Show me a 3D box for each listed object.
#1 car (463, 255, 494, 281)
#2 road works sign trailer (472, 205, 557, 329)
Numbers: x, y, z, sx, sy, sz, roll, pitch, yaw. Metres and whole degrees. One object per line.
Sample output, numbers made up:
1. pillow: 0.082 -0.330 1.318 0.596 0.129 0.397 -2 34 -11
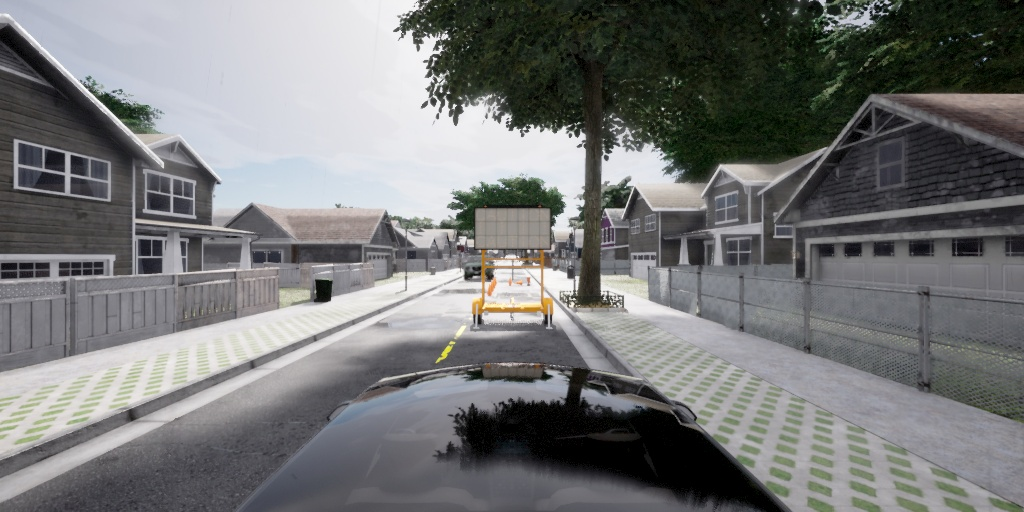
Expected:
1. car: -2.697 0.954 30.120 2.150 2.045 5.566 0 0 0
2. road works sign trailer: 0.023 0.213 11.233 2.380 3.560 2.880 0 0 0
